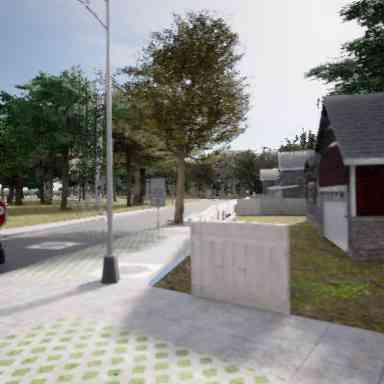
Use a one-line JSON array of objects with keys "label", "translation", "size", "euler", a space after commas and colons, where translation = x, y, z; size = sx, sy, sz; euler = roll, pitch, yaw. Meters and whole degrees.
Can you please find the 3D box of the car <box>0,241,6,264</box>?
[{"label": "car", "translation": [-7.089, 1.485, 8.470], "size": [2.097, 1.767, 4.553], "euler": [-1, 0, 12]}]
